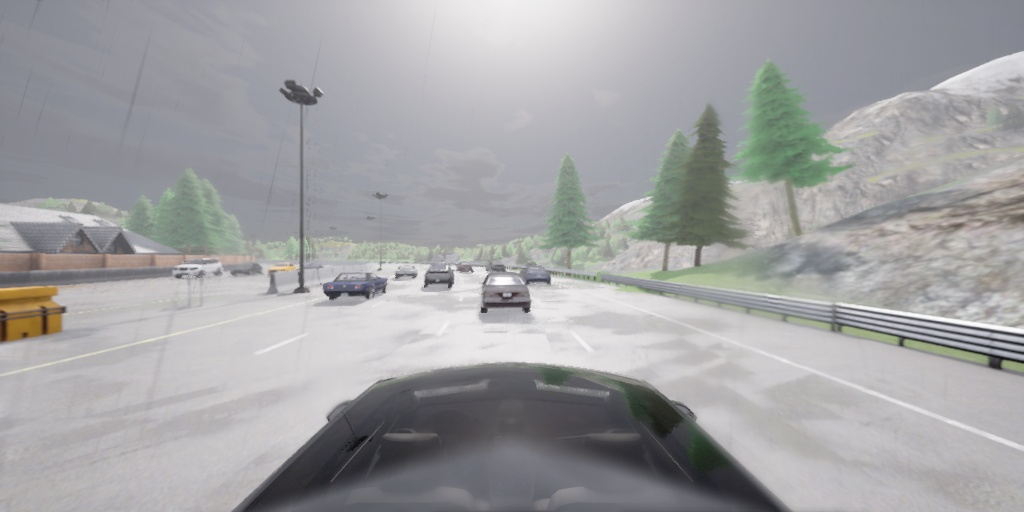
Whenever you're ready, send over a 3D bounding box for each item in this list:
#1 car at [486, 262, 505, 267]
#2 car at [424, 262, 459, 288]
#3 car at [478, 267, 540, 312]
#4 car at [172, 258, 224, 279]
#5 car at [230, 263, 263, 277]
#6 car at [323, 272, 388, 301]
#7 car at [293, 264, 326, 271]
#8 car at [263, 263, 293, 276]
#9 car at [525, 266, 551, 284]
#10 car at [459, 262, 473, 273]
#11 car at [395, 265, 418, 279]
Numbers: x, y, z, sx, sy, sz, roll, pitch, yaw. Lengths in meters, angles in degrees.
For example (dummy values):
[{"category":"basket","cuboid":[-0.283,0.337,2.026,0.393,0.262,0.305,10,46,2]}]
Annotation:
[{"category":"car","cuboid":[-2.241,1.465,46.910,1.837,1.490,4.892,1,0,-15]},{"category":"car","cuboid":[-5.057,1.367,25.238,2.128,1.511,4.902,0,0,-8]},{"category":"car","cuboid":[-0.369,1.356,14.516,2.033,1.411,5.357,0,0,-5]},{"category":"car","cuboid":[-32.636,1.261,37.494,2.150,2.045,5.566,0,0,-14]},{"category":"car","cuboid":[-29.841,1.548,40.588,1.837,1.490,4.892,0,0,-15]},{"category":"car","cuboid":[-7.747,1.456,18.328,1.895,1.301,4.718,0,0,-6]},{"category":"car","cuboid":[-22.654,1.562,40.839,2.033,1.411,5.357,0,0,-14]},{"category":"car","cuboid":[-26.502,1.511,41.627,1.882,1.535,5.008,0,-1,-15]},{"category":"car","cuboid":[1.658,1.423,27.750,1.994,1.385,4.181,0,0,-8]},{"category":"car","cuboid":[-6.624,1.514,49.494,1.812,1.442,4.674,0,0,-17]},{"category":"car","cuboid":[-10.456,1.544,35.767,1.895,1.301,4.718,0,0,-12]}]
